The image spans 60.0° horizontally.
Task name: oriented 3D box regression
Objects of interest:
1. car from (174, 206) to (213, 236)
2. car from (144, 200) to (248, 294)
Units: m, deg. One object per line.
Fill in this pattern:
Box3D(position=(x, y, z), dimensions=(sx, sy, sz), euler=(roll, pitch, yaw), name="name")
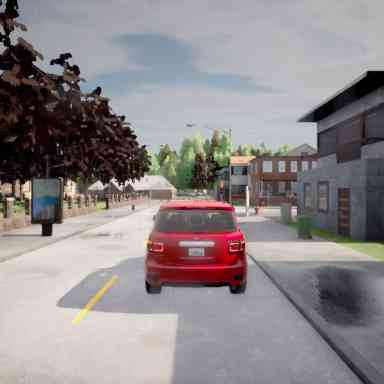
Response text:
Box3D(position=(0.065, 1.564, 19.289), dimensions=(1.994, 1.385, 4.181), euler=(0, 0, 0), name="car")
Box3D(position=(0.079, 1.221, 8.921), dimensions=(2.150, 2.045, 5.566), euler=(0, 0, 0), name="car")
